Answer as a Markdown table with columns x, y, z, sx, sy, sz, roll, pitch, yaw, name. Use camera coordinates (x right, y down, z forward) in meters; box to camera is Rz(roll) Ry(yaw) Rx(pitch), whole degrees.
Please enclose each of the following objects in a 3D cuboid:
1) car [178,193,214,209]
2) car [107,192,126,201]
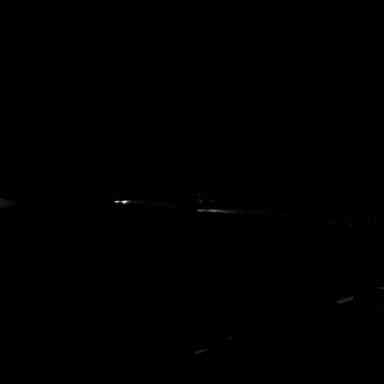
| x | y | z | sx | sy | sz | roll | pitch | yaw | name |
| --- | --- | --- | --- | --- | --- | --- | --- | --- | --- |
| 0.369 | 0.882 | 35.898 | 2.097 | 1.767 | 4.553 | 0 | 1 | -35 | car |
| -12.225 | 0.687 | 53.749 | 1.994 | 1.385 | 4.181 | 0 | 1 | -35 | car |
